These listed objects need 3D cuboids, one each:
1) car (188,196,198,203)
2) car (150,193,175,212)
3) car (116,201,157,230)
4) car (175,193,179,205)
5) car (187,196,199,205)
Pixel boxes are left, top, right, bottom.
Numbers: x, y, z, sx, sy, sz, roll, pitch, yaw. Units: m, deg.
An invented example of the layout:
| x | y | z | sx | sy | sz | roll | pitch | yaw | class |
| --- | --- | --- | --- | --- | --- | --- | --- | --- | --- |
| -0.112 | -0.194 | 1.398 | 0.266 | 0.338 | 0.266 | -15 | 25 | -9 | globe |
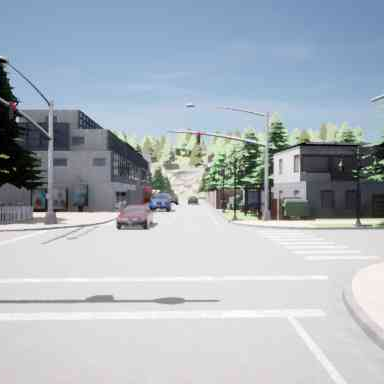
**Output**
| x | y | z | sx | sy | sz | roll | pitch | yaw | class |
| --- | --- | --- | --- | --- | --- | --- | --- | --- | --- |
| 0.197 | 1.547 | 70.017 | 2.033 | 1.411 | 5.357 | 0 | 0 | 0 | car |
| -3.542 | 1.221 | 38.382 | 2.150 | 2.045 | 5.566 | 0 | 0 | 0 | car |
| -3.571 | 1.525 | 21.438 | 1.812 | 1.442 | 4.674 | 0 | 0 | 0 | car |
| -3.481 | 1.224 | 57.012 | 2.150 | 2.045 | 5.566 | 0 | 0 | 1 | car |
| 0.189 | 1.505 | 59.596 | 1.837 | 1.490 | 4.892 | 0 | 0 | 0 | car |
